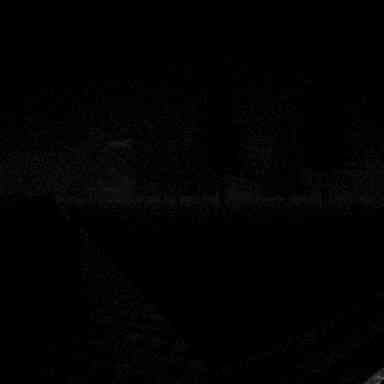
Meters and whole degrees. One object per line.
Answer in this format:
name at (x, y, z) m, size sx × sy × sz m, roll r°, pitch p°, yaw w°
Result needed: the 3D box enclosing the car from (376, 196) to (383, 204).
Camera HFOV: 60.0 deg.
car at (36.686, 1.545, 63.773) m, size 1.812 × 1.442 × 4.674 m, roll 0°, pitch 0°, yaw 17°
